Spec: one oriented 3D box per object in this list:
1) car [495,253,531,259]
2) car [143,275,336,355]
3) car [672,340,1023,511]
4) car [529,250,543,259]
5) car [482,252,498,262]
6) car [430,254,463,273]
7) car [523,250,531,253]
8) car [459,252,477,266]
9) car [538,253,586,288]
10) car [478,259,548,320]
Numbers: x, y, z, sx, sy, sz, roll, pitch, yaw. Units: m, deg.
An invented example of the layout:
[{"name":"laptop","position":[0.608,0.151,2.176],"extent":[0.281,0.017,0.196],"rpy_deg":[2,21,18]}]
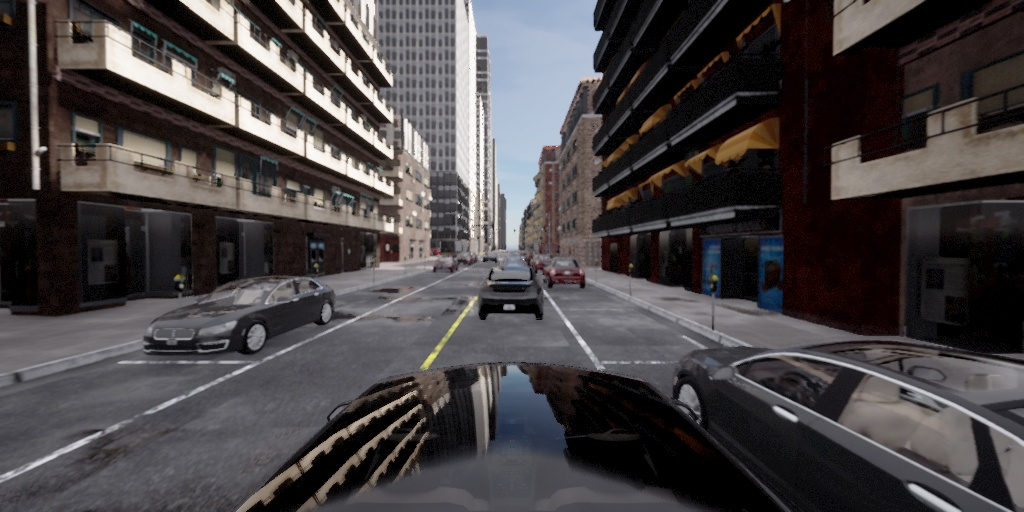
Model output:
[{"name":"car","position":[0.087,0.749,26.164],"extent":[2.033,1.411,5.357],"rpy_deg":[0,1,1]},{"name":"car","position":[-5.680,1.155,8.182],"extent":[2.007,1.370,4.403],"rpy_deg":[0,0,0]},{"name":"car","position":[2.692,1.283,2.490],"extent":[2.007,1.370,4.403],"rpy_deg":[0,0,0]},{"name":"car","position":[2.737,0.536,30.894],"extent":[1.967,1.591,4.097],"rpy_deg":[0,0,0]},{"name":"car","position":[-2.999,0.159,49.650],"extent":[1.882,1.535,5.008],"rpy_deg":[0,1,0]},{"name":"car","position":[-5.643,0.679,30.906],"extent":[1.802,1.307,4.207],"rpy_deg":[0,0,0]},{"name":"car","position":[2.756,0.159,42.256],"extent":[2.192,1.841,5.009],"rpy_deg":[0,0,0]},{"name":"car","position":[-5.624,0.285,42.268],"extent":[1.967,1.591,4.097],"rpy_deg":[0,0,0]},{"name":"car","position":[2.719,0.790,19.532],"extent":[1.967,1.591,4.097],"rpy_deg":[0,0,0]},{"name":"car","position":[0.038,1.031,11.664],"extent":[1.837,1.490,4.892],"rpy_deg":[0,1,3]}]
